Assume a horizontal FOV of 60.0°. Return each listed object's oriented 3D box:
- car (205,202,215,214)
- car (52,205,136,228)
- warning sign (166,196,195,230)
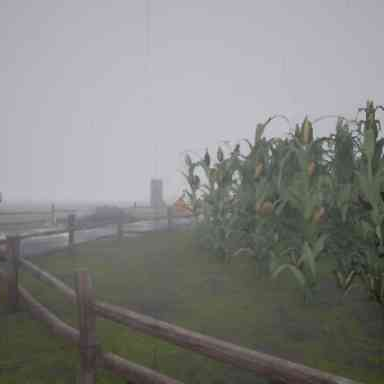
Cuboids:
[{"bbox_3d":[3.524,1.269,34.776,2.150,2.045,5.566,1,0,35],"label":"car"},{"bbox_3d":[-5.999,1.527,21.197,2.033,1.411,5.357,1,0,35],"label":"car"},{"bbox_3d":[-0.690,1.174,19.525,1.300,1.860,1.060,1,1,35],"label":"warning sign"}]
